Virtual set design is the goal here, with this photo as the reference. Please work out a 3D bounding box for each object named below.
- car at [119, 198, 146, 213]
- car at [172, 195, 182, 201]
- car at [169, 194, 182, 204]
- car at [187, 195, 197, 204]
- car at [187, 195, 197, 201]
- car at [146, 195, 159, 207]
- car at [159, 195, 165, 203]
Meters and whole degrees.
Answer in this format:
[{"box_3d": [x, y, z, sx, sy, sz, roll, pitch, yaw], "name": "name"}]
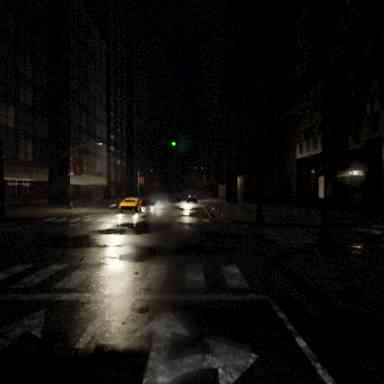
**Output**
[{"box_3d": [-6.590, 1.416, 36.145, 1.882, 1.535, 5.008, 0, 0, 0], "name": "car"}, {"box_3d": [-3.253, 1.302, 73.277, 1.994, 1.385, 4.181, 0, 0, 0], "name": "car"}, {"box_3d": [-3.252, 1.249, 63.211, 2.097, 1.767, 4.553, 0, 0, 0], "name": "car"}, {"box_3d": [-0.003, 1.389, 62.858, 2.128, 1.511, 4.902, 0, 0, 0], "name": "car"}, {"box_3d": [-0.002, 1.302, 73.277, 1.994, 1.385, 4.181, 0, 0, 0], "name": "car"}, {"box_3d": [-6.573, 1.516, 50.759, 1.895, 1.301, 4.718, 0, 0, 0], "name": "car"}, {"box_3d": [-6.502, 1.339, 67.865, 1.882, 1.535, 5.008, 0, 0, 0], "name": "car"}]
